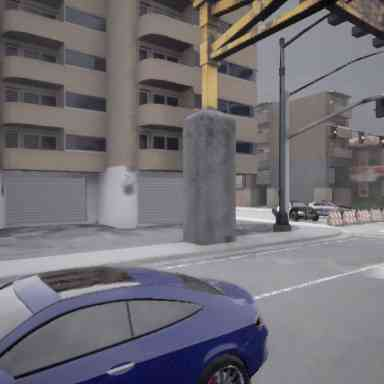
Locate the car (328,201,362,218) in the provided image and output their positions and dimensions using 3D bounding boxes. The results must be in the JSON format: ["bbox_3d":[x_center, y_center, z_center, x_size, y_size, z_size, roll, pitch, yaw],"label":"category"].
[{"bbox_3d":[11.800,1.453,28.584,4.974,1.542,2.038,0,0,34],"label":"car"}]

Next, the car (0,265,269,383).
[{"bbox_3d":[-1.269,1.526,3.097,4.674,1.442,1.812,0,0,-36],"label":"car"}]

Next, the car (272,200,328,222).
[{"bbox_3d":[8.225,1.453,26.434,2.038,1.542,4.974,0,0,-11],"label":"car"}]

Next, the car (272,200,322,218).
[{"bbox_3d":[8.215,1.295,26.485,1.853,1.218,4.536,0,0,-11],"label":"car"}]

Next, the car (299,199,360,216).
[{"bbox_3d":[11.757,1.295,28.613,4.536,1.218,1.853,0,0,34],"label":"car"}]
